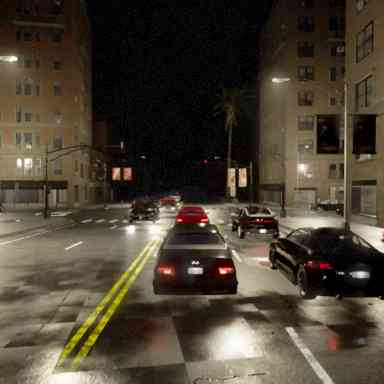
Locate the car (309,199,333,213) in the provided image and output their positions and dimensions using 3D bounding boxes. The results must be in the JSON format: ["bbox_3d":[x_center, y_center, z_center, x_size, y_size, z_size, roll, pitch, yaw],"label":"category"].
[{"bbox_3d":[15.834,1.599,37.767,4.902,1.511,2.128,0,1,2],"label":"car"}]

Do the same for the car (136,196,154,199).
[{"bbox_3d":[-6.825,1.334,45.785,2.097,1.767,4.553,0,0,0],"label":"car"}]

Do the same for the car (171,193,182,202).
[{"bbox_3d":[-3.595,1.204,69.278,2.150,2.045,5.566,0,0,0],"label":"car"}]

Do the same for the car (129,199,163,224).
[{"bbox_3d":[-3.474,1.503,24.885,1.837,1.490,4.892,0,0,0],"label":"car"}]

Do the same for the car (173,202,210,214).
[{"bbox_3d":[0.010,1.522,18.361,1.812,1.442,4.674,0,0,0],"label":"car"}]

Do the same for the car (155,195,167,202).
[{"bbox_3d":[-6.871,1.501,74.450,2.128,1.511,4.902,0,0,0],"label":"car"}]

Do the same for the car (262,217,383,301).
[{"bbox_3d":[3.267,1.562,8.406,1.994,1.385,4.181,0,0,1],"label":"car"}]

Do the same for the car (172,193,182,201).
[{"bbox_3d":[-3.650,1.183,80.609,2.150,2.045,5.566,0,0,0],"label":"car"}]

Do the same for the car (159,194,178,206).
[{"bbox_3d":[-3.554,1.468,50.236,1.882,1.535,5.008,0,0,-2],"label":"car"}]

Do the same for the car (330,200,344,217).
[{"bbox_3d":[16.055,1.761,31.828,4.313,1.339,1.947,0,0,0],"label":"car"}]

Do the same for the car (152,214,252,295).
[{"bbox_3d":[0.048,1.545,8.834,2.033,1.411,5.357,0,0,0],"label":"car"}]

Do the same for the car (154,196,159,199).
[{"bbox_3d":[-6.866,1.552,59.679,1.994,1.385,4.181,0,0,1],"label":"car"}]

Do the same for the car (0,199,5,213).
[{"bbox_3d":[-20.523,1.396,31.832,4.674,1.442,1.812,0,1,-8],"label":"car"}]

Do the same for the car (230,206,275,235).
[{"bbox_3d":[3.164,1.501,17.319,1.837,1.490,4.892,0,0,0],"label":"car"}]
